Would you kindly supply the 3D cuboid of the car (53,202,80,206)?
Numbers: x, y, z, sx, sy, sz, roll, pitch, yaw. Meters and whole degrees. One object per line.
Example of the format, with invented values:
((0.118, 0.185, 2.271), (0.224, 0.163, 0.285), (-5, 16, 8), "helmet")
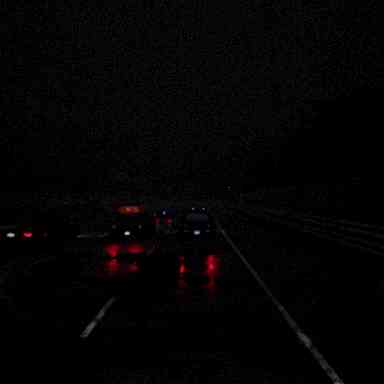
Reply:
((-16.642, 2.081, 45.650), (1.882, 1.535, 5.008), (0, -1, 2), "car")

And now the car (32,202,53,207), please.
((-20.090, 2.222, 47.033), (1.895, 1.301, 4.718), (0, -1, 3), "car")

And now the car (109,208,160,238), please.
((-3.217, 1.818, 18.961), (1.895, 1.301, 4.718), (0, -1, 1), "car")

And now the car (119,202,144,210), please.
((-6.315, 1.807, 35.393), (2.097, 1.767, 4.553), (0, -1, 2), "car")

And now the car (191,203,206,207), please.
((0.694, 1.957, 35.631), (2.128, 1.511, 4.902), (0, -1, 2), "car")

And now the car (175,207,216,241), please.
((0.266, 1.729, 17.723), (1.812, 1.442, 4.674), (0, -1, 1), "car")

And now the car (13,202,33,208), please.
((-23.547, 2.180, 47.994), (2.033, 1.411, 5.357), (0, -1, 3), "car")

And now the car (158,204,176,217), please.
((-2.775, 2.004, 36.675), (1.812, 1.442, 4.674), (0, -1, 2), "car")

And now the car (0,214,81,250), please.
((-6.777, 1.713, 15.061), (2.033, 1.411, 5.357), (0, -1, 1), "car")
